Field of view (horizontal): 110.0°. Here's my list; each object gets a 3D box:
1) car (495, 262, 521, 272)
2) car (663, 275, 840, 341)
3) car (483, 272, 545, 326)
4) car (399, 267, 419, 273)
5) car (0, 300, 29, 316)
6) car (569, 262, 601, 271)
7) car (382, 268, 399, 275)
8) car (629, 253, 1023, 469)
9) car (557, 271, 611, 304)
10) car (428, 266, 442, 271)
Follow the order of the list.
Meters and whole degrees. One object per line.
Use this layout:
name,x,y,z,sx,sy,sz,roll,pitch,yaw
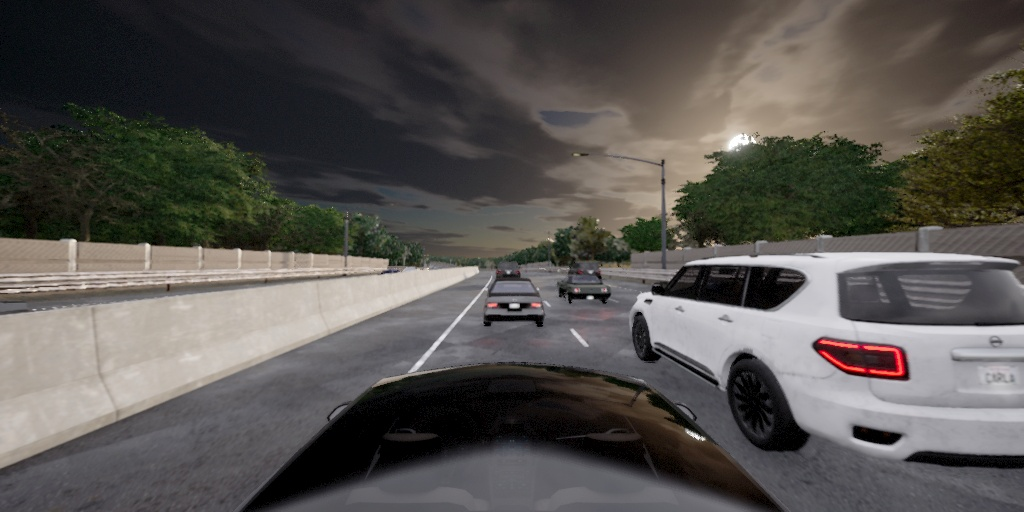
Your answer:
car,-0.377,1.559,33.131,2.150,2.045,5.566,0,-1,-2
car,7.030,1.425,11.505,2.033,1.411,5.357,0,-1,-1
car,0.028,1.437,12.193,2.033,1.411,5.357,0,-1,-1
car,-15.311,2.380,54.589,1.812,1.442,4.674,0,-2,-2
car,-10.622,1.284,5.180,2.128,1.511,4.902,0,-1,0
car,6.621,1.559,33.216,2.150,2.045,5.566,0,-1,-2
car,-18.880,2.506,56.360,1.895,1.301,4.718,0,-2,-2
car,3.580,1.013,5.320,2.150,2.045,5.566,0,-1,0
car,3.448,1.599,18.144,1.895,1.301,4.718,0,-1,-1
car,-11.853,2.376,55.727,2.128,1.511,4.902,0,-2,-2
